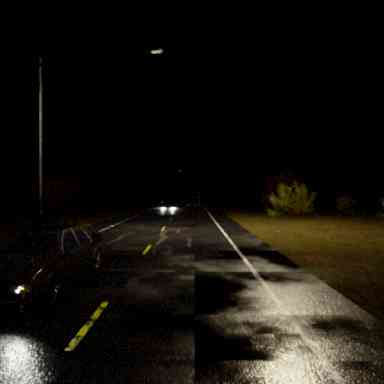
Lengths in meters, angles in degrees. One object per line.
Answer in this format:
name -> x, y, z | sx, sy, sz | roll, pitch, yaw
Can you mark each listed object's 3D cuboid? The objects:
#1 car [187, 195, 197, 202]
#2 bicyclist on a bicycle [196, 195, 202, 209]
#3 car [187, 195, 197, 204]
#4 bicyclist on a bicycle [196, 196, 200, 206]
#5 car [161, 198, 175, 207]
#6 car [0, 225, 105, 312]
car -> 0.006, 1.406, 76.420 | 2.033, 1.411, 5.357 | 0, 0, 0
bicyclist on a bicycle -> 0.968, 1.321, 43.278 | 0.659, 1.776, 1.843 | 0, 0, 0
car -> 0.020, 1.400, 61.313 | 2.128, 1.511, 4.902 | 0, 0, 0
bicyclist on a bicycle -> 0.969, 1.384, 52.354 | 0.582, 1.620, 1.656 | 0, 0, 0
car -> -3.571, 1.536, 50.375 | 1.895, 1.301, 4.718 | 0, 0, 0
car -> -3.598, 1.544, 8.136 | 2.033, 1.411, 5.357 | 0, 0, 0
